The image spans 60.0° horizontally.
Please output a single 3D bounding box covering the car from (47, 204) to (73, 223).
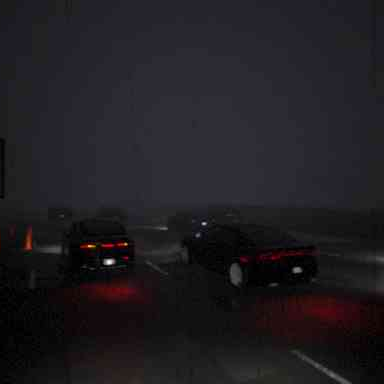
[{"bbox_3d":[-11.507,1.814,29.000,1.882,1.535,5.008,1,-1,-25],"label":"car"}]

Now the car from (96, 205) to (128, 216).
[{"bbox_3d":[-6.520,1.800,26.555,1.882,1.535,5.008,1,-1,-25],"label":"car"}]

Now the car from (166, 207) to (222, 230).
[{"bbox_3d":[-0.136,1.838,21.091,1.994,1.385,4.181,1,-1,-25],"label":"car"}]

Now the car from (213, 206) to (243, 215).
[{"bbox_3d":[1.999,1.821,24.811,2.128,1.511,4.902,1,-1,-25],"label":"car"}]

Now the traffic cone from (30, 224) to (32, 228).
[{"bbox_3d":[-8.568,2.154,17.606,0.340,0.580,0.340,1,-1,-25],"label":"traffic cone"}]

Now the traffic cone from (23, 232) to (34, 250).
[{"bbox_3d":[-6.889,2.114,13.976,0.340,0.580,0.340,1,-1,-25],"label":"traffic cone"}]

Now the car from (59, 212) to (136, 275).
[{"bbox_3d":[-3.233,1.639,11.113,1.837,1.490,4.892,1,-1,-25],"label":"car"}]

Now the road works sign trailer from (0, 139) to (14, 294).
[{"bbox_3d":[-5.294,0.538,7.018,2.380,3.560,2.880,1,-1,-25],"label":"road works sign trailer"}]

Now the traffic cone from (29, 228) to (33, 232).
[{"bbox_3d":[-7.729,2.134,15.791,0.340,0.580,0.340,1,-1,-25],"label":"traffic cone"}]

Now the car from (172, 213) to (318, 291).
[{"bbox_3d":[1.305,1.609,9.644,1.882,1.535,5.008,1,-1,-25],"label":"car"}]
